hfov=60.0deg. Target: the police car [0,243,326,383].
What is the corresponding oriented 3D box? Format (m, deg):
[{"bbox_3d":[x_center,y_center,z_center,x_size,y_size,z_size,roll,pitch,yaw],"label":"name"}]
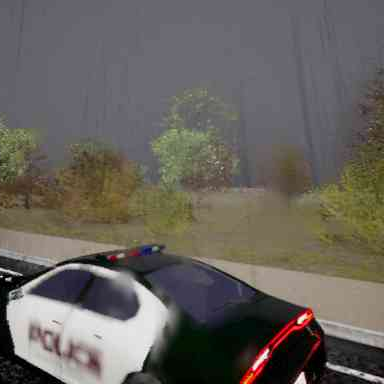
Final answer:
[{"bbox_3d":[-1.040,1.487,4.306,4.974,1.542,2.038,0,0,36],"label":"police car"}]
